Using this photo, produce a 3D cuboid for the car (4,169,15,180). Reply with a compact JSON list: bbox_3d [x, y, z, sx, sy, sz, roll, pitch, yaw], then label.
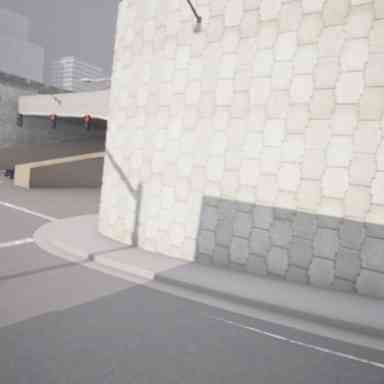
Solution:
[{"bbox_3d":[-13.782,-1.579,29.283,1.895,1.301,4.718,10,6,34],"label":"car"}]
